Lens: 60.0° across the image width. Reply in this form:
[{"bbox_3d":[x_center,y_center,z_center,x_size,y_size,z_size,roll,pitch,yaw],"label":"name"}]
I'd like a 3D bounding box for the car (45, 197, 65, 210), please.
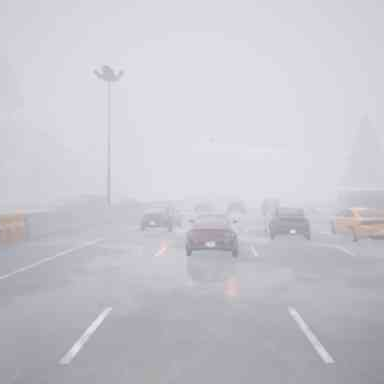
[{"bbox_3d":[-15.400,1.527,41.719,2.033,1.411,5.357,0,0,15],"label":"car"}]

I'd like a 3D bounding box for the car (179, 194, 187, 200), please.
[{"bbox_3d":[-1.438,1.308,83.304,2.128,1.511,4.902,0,0,30],"label":"car"}]

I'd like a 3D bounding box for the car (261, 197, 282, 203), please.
[{"bbox_3d":[8.391,1.356,34.993,2.097,1.767,4.553,0,0,15],"label":"car"}]

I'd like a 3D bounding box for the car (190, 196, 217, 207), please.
[{"bbox_3d":[1.470,1.523,36.233,1.812,1.442,4.674,0,0,15],"label":"car"}]

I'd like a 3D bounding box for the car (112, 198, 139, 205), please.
[{"bbox_3d":[-8.225,1.493,41.244,1.837,1.490,4.892,0,0,16],"label":"car"}]

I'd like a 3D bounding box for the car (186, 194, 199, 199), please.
[{"bbox_3d":[1.133,1.391,80.781,1.812,1.442,4.674,0,0,30],"label":"car"}]

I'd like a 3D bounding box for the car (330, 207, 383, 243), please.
[{"bbox_3d":[8.205,1.484,16.142,1.882,1.535,5.008,0,0,7],"label":"car"}]

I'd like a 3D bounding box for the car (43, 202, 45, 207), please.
[{"bbox_3d":[-18.013,1.469,45.163,2.128,1.511,4.902,0,0,17],"label":"car"}]

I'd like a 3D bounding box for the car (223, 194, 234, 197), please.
[{"bbox_3d":[8.729,1.276,79.818,2.097,1.767,4.553,0,0,30],"label":"car"}]

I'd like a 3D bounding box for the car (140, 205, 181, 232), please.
[{"bbox_3d":[-1.806,1.521,20.265,1.812,1.442,4.674,0,0,8],"label":"car"}]

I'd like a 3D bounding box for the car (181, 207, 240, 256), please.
[{"bbox_3d":[0.823,1.525,13.088,1.812,1.442,4.674,0,0,5],"label":"car"}]

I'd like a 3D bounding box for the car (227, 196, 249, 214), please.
[{"bbox_3d":[4.848,1.505,35.315,1.837,1.490,4.892,0,0,14],"label":"car"}]

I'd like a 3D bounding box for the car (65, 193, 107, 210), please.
[{"bbox_3d":[-12.272,1.203,39.833,2.150,2.045,5.566,0,0,15],"label":"car"}]

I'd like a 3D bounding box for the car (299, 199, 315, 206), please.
[{"bbox_3d":[12.373,1.533,36.282,1.812,1.442,4.674,0,0,16],"label":"car"}]

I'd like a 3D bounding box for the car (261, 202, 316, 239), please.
[{"bbox_3d":[4.835,1.507,17.296,1.837,1.490,4.892,0,0,7],"label":"car"}]
